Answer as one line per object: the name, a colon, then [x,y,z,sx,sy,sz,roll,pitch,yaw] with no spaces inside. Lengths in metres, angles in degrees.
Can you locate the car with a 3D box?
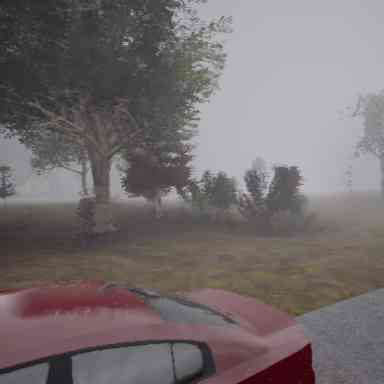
car: [-1.309,1.467,2.064,5.008,1.535,1.882,0,1,-35]
